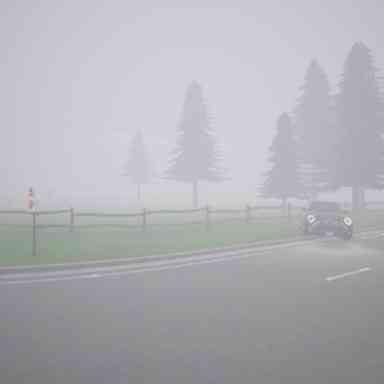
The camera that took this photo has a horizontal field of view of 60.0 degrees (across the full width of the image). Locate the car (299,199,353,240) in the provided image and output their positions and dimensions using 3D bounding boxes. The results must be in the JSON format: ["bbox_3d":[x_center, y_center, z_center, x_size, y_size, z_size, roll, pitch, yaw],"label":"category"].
[{"bbox_3d":[6.708,1.222,16.968,2.097,1.767,4.553,3,2,14],"label":"car"}]
